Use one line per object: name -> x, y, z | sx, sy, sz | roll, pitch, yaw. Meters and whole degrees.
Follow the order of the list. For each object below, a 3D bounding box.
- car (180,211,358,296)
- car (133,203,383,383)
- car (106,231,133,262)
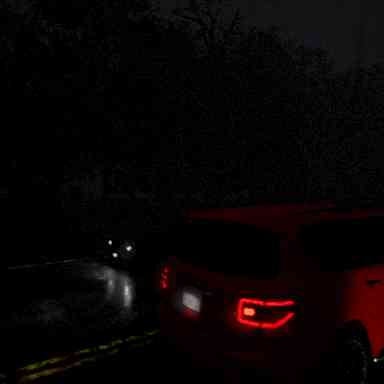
car -> 2.305, 1.425, 9.320 | 4.902, 1.511, 2.128 | -1, 0, -35
car -> 2.178, 1.182, 4.994 | 5.566, 2.045, 2.150 | -1, 1, -35
car -> -0.150, 1.487, 11.565 | 5.357, 1.411, 2.033 | -1, 0, -35
